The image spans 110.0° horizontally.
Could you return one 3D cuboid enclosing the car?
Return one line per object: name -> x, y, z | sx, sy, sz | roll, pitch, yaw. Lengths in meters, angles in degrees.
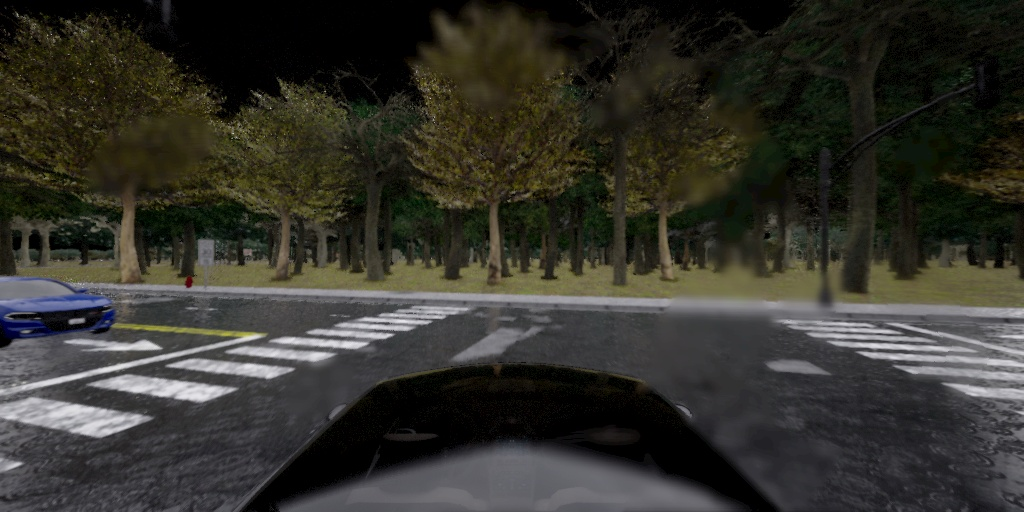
car -> -12.668, 1.269, 9.122 | 5.008, 1.535, 1.882 | 0, -1, 15
